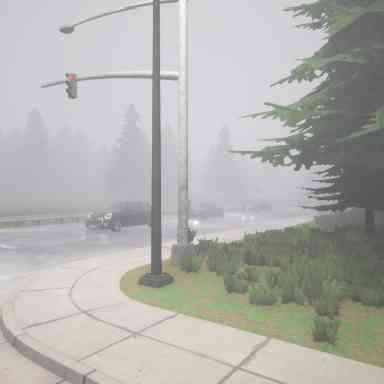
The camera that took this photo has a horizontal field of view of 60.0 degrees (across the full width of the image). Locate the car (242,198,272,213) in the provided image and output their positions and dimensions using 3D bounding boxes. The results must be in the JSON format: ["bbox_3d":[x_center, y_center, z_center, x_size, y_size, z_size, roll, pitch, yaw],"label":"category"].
[{"bbox_3d":[7.200,1.465,36.629,2.128,1.511,4.902,0,0,36],"label":"car"}]

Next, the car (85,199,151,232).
[{"bbox_3d":[-4.189,1.325,20.242,2.097,1.767,4.553,0,0,34],"label":"car"}]

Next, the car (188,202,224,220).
[{"bbox_3d":[0.942,1.537,27.675,1.994,1.385,4.181,0,0,35],"label":"car"}]
